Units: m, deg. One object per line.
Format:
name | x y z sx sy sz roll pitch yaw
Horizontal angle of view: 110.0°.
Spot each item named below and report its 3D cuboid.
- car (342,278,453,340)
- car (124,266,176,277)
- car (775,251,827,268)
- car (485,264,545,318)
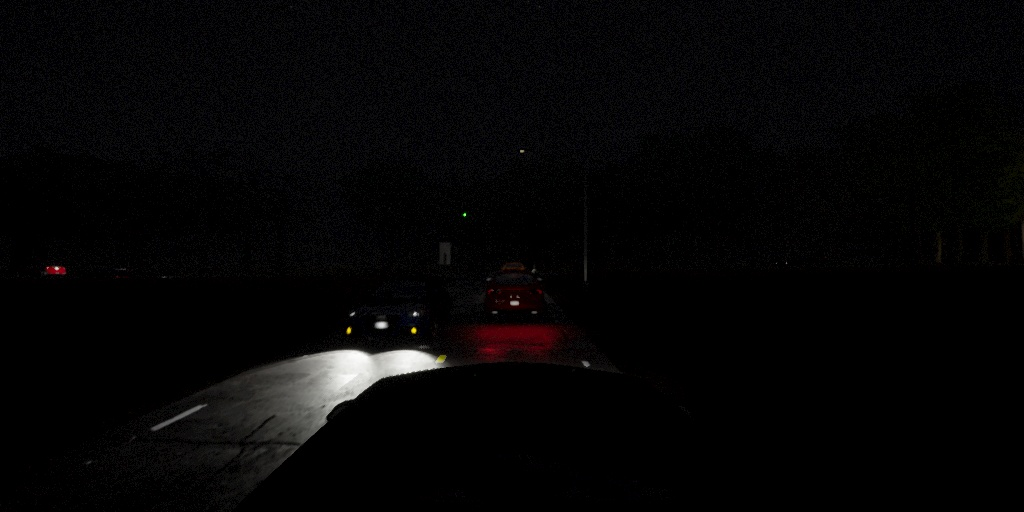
car | -2.844 1.314 9.785 1.994 1.385 4.181 0 0 0
car | -42.193 1.800 42.150 4.181 1.385 1.994 0 -2 0
car | 36.869 0.441 45.758 5.566 2.045 2.150 -1 -2 0
car | 0.085 1.229 13.043 1.882 1.535 5.008 0 0 0
